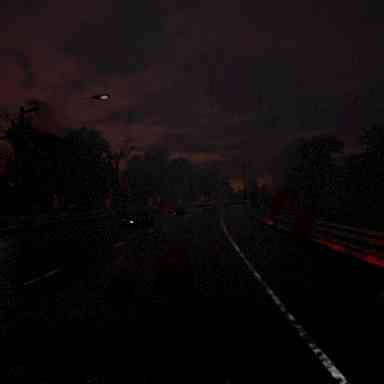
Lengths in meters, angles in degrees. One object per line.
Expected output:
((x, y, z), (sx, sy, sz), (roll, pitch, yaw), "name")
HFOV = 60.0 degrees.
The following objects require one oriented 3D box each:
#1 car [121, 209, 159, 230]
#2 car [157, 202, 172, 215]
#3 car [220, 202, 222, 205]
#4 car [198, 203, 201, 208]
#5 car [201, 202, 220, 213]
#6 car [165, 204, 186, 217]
((-4.408, 2.346, 27.711), (1.994, 1.385, 4.181), (-2, -1, 7), "car")
((-4.211, 2.709, 55.159), (2.150, 2.045, 5.566), (-2, -2, 9), "car")
((6.544, 3.749, 94.779), (1.994, 1.385, 4.181), (-2, -2, 12), "car")
((2.898, 3.802, 94.421), (1.837, 1.490, 4.892), (-2, -2, 12), "car")
((3.138, 2.804, 56.713), (1.837, 1.490, 4.892), (-2, -2, 9), "car")
((-1.980, 2.693, 46.252), (1.837, 1.490, 4.892), (-2, -2, 8), "car")
